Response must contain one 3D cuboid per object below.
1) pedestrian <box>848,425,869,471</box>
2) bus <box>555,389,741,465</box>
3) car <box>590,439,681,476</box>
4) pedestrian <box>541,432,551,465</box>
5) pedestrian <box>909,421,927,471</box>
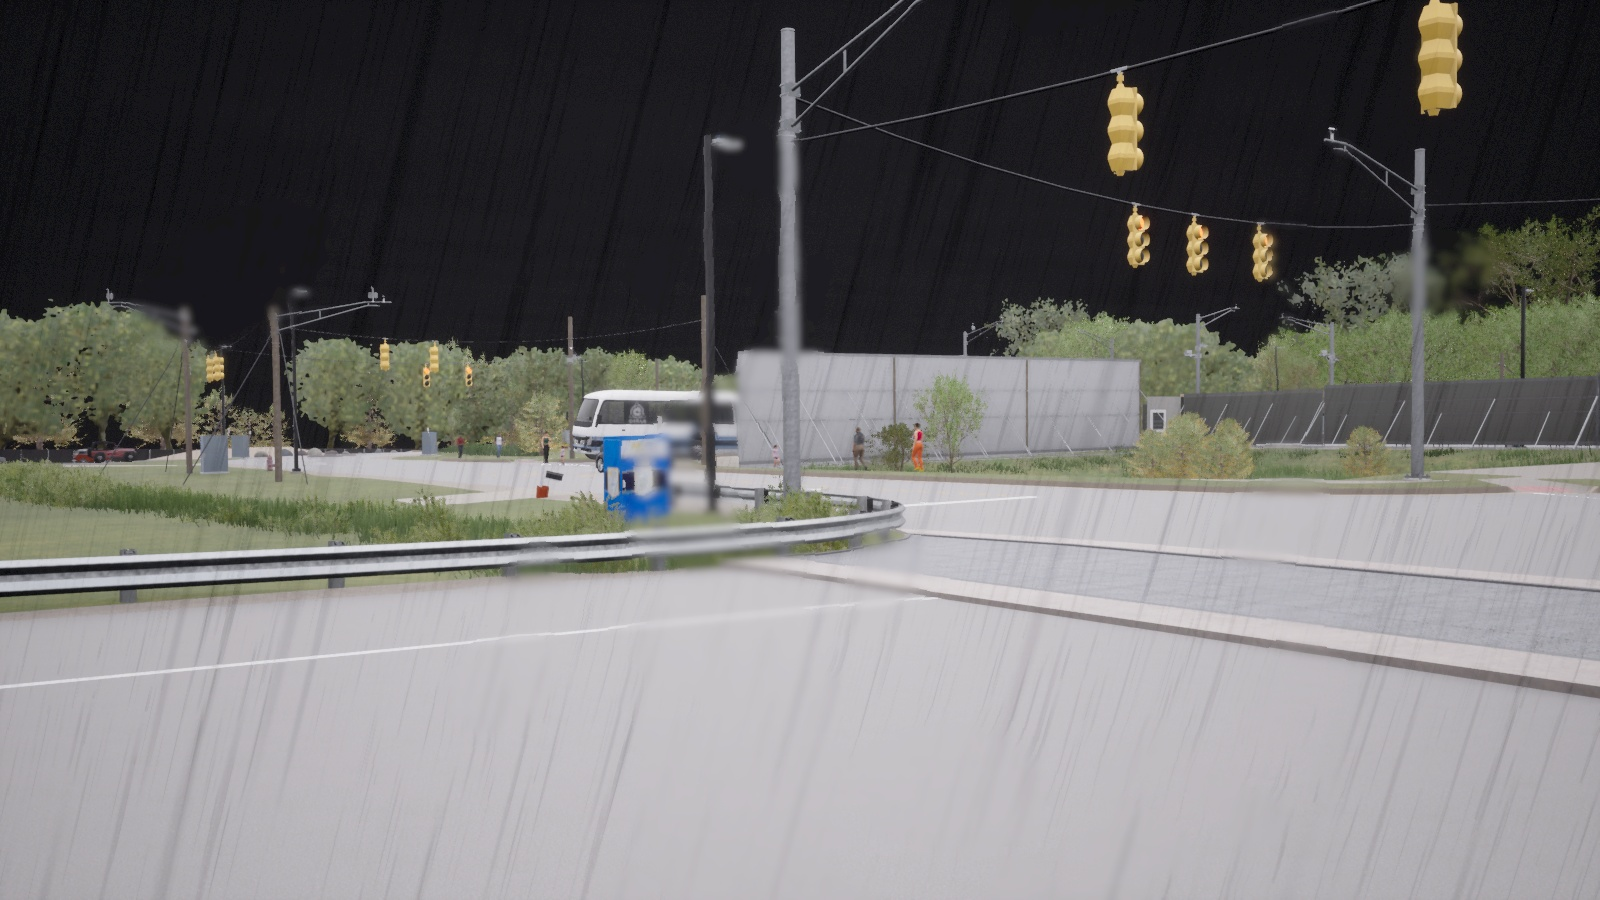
[{"bbox_3d":[2.368,-0.090,50.903,0.540,1.848,0.694,-2,3,-38],"label":"pedestrian"},{"bbox_3d":[-9.107,-1.402,75.539,10.273,4.253,3.944,0,3,-29],"label":"bus"},{"bbox_3d":[-7.139,0.281,54.108,1.837,1.490,4.892,-2,2,-35],"label":"car"},{"bbox_3d":[-14.450,-0.086,71.456,0.345,1.836,0.594,-2,2,-36],"label":"pedestrian"},{"bbox_3d":[4.346,-0.141,46.389,0.345,1.836,0.594,-2,2,-35],"label":"pedestrian"}]
